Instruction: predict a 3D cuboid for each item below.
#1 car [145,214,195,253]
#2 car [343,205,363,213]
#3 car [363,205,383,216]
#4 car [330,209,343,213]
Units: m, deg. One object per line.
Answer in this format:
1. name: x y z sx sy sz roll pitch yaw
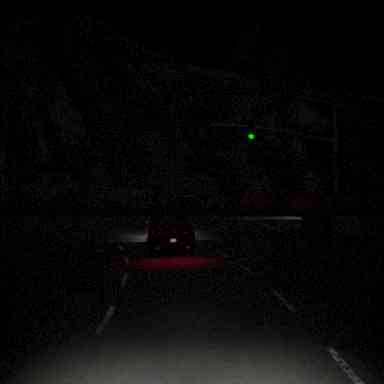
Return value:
1. car: -1.059 1.731 15.064 1.882 1.535 5.008 0 -1 -8
2. car: 17.933 1.948 32.098 5.357 1.411 2.033 0 -1 1
3. car: 16.026 1.802 25.125 4.892 1.490 1.837 -1 -1 1
4. car: 17.473 2.061 35.603 4.718 1.301 1.895 0 -1 1
